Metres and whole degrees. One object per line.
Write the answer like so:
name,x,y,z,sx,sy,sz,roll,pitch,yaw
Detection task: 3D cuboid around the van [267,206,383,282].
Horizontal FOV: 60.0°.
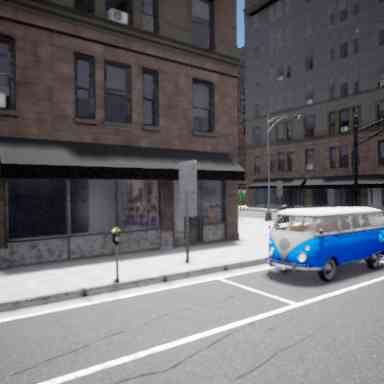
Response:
van,3.900,1.329,9.443,3.998,1.788,1.690,0,-1,-35
